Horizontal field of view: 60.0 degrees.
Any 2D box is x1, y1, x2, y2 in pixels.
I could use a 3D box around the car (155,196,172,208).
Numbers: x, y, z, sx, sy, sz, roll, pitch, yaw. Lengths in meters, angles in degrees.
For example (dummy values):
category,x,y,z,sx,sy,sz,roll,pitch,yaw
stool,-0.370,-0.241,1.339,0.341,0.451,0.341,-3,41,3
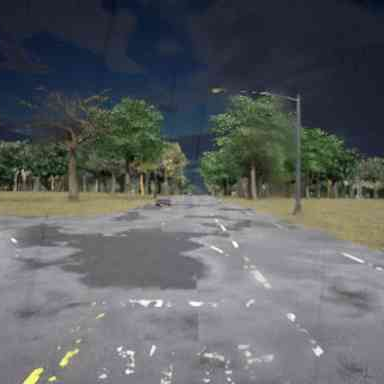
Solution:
category,x,y,z,sx,sy,sz,roll,pitch,yaw
car,-3.568,1.186,42.295,2.033,1.411,5.357,0,0,0
